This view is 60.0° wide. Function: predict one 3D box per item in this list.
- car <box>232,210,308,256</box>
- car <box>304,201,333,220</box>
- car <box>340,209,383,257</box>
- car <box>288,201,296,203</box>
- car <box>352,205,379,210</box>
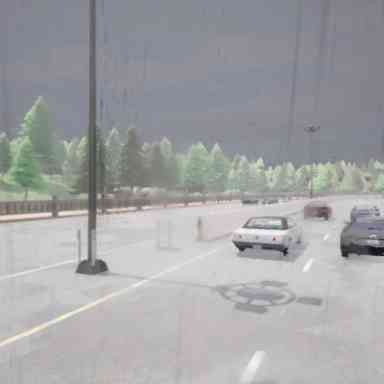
[{"bbox_3d":[3.253,1.605,13.399,1.895,1.301,4.718,0,0,27],"label":"car"},{"bbox_3d":[10.780,1.492,28.263,1.882,1.535,5.008,0,0,28],"label":"car"},{"bbox_3d":[6.726,1.575,12.505,1.994,1.385,4.181,0,0,27],"label":"car"},{"bbox_3d":[16.719,1.623,55.526,1.895,1.301,4.718,0,0,28],"label":"car"},{"bbox_3d":[13.059,1.620,25.069,1.895,1.301,4.718,0,0,28],"label":"car"}]
